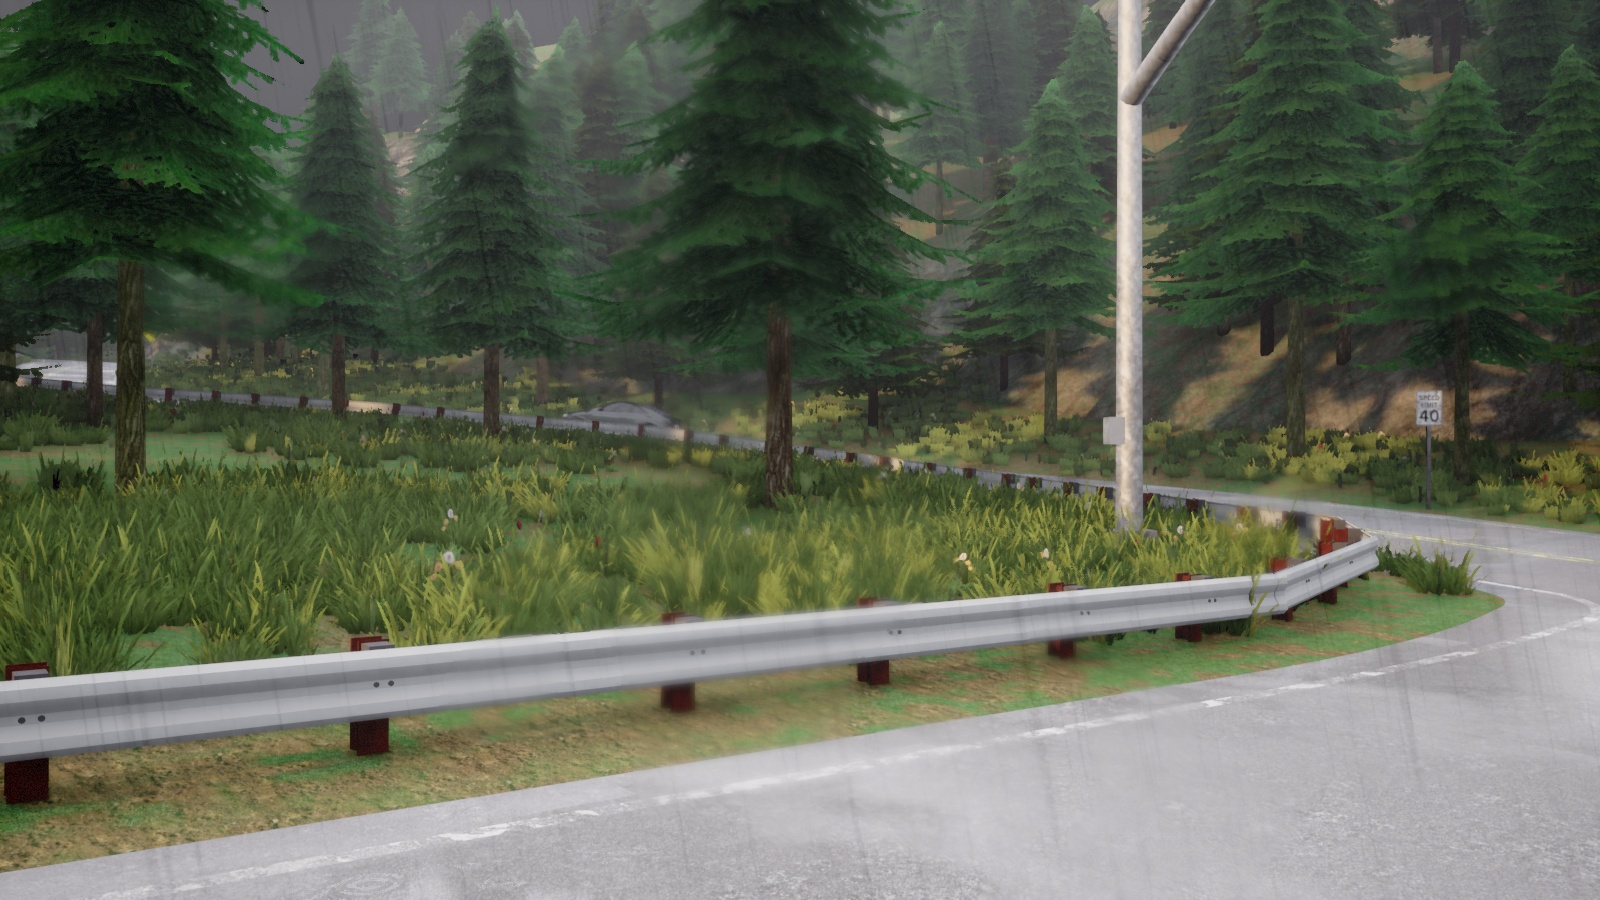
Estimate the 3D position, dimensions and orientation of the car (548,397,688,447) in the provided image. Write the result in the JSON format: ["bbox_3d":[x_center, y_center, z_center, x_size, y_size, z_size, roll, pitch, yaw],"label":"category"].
[{"bbox_3d":[-6.214,-0.956,43.030,4.181,1.385,1.994,4,1,15],"label":"car"}]
